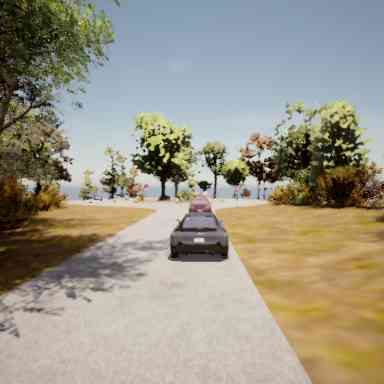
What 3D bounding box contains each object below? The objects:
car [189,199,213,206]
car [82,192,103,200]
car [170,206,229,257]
[{"bbox_3d":[0.695,1.260,27.078,1.812,1.442,4.674,0,0,3],"label":"car"},{"bbox_3d":[-15.160,0.766,50.534,1.837,1.490,4.892,0,1,-39],"label":"car"},{"bbox_3d":[0.290,1.463,12.479,1.994,1.385,4.181,0,1,2],"label":"car"}]
